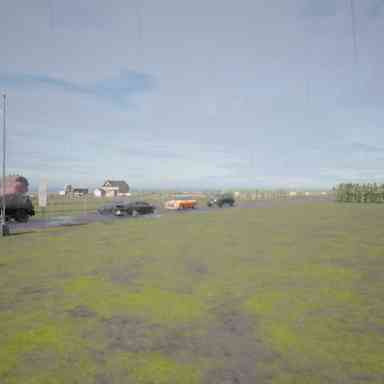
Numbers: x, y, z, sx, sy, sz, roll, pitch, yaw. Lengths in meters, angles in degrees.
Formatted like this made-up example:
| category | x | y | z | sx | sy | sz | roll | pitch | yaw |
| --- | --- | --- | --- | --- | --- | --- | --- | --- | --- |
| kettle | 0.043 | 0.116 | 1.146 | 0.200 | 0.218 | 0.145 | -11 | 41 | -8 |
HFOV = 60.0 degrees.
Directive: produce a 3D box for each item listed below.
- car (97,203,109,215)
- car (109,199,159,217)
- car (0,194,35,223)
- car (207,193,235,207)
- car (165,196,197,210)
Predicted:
| category | x | y | z | sx | sy | sz | roll | pitch | yaw |
| --- | --- | --- | --- | --- | --- | --- | --- | --- | --- |
| car | -7.142 | 1.469 | 32.999 | 1.837 | 1.490 | 4.892 | 1 | 0 | 34 |
| car | -5.018 | 1.497 | 30.872 | 1.837 | 1.490 | 4.892 | 1 | 0 | 34 |
| car | -13.730 | 1.194 | 22.859 | 2.150 | 2.045 | 5.566 | 1 | 1 | 31 |
| car | 4.427 | 1.175 | 50.234 | 2.150 | 2.045 | 5.566 | 1 | 0 | 35 |
| car | -1.343 | 1.308 | 41.671 | 2.097 | 1.767 | 4.553 | 1 | 0 | 34 |
